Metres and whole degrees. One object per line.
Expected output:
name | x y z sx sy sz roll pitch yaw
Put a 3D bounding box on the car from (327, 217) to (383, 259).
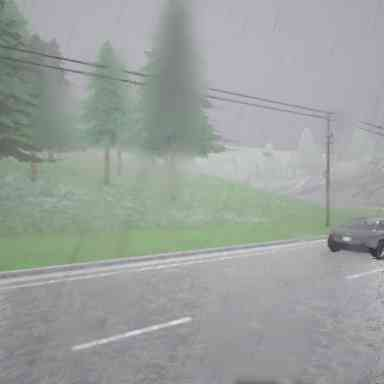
car | 7.346 1.719 13.397 4.181 1.385 1.994 1 0 -35
